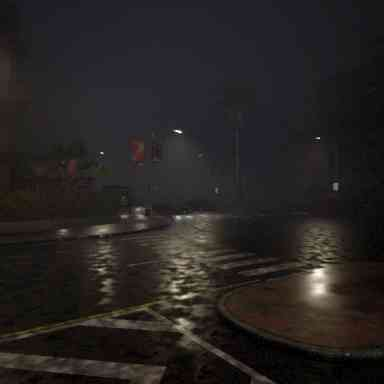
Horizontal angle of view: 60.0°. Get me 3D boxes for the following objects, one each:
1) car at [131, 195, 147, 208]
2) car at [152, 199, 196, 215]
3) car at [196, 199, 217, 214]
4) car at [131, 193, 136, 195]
[{"bbox_3d":[-8.125,1.527,48.767,1.812,1.442,4.674,0,1,-36],"label":"car"},{"bbox_3d":[-2.241,1.547,34.252,2.033,1.411,5.357,0,0,-35],"label":"car"},{"bbox_3d":[0.728,1.478,36.117,1.882,1.535,5.008,0,0,-35],"label":"car"},{"bbox_3d":[-13.431,1.220,68.429,2.150,2.045,5.566,0,0,-39],"label":"car"}]
